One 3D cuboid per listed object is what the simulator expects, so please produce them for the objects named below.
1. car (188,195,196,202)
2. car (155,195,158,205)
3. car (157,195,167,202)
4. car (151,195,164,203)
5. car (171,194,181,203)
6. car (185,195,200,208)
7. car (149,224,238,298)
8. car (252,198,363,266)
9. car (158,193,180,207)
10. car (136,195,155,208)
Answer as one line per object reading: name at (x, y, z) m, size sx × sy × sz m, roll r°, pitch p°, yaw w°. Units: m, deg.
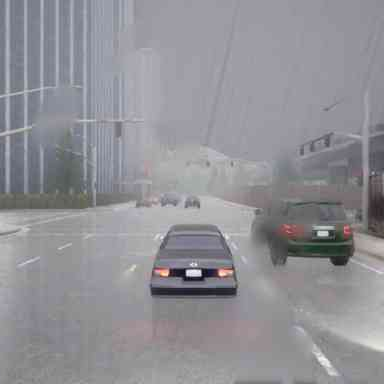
car at (0.024, 1.483, 78.101) m, size 1.837 × 1.490 × 4.892 m, roll 0°, pitch 0°, yaw 0°
car at (-7.061, 1.339, 58.115) m, size 2.097 × 1.767 × 4.553 m, roll 0°, pitch 0°, yaw 0°
car at (-6.976, 1.499, 78.290) m, size 1.812 × 1.442 × 4.674 m, roll 0°, pitch 0°, yaw 0°
car at (-6.992, 1.477, 68.052) m, size 2.128 × 1.511 × 4.902 m, roll 0°, pitch 0°, yaw 0°
car at (-3.478, 1.339, 72.579) m, size 2.097 × 1.767 × 4.553 m, roll 0°, pitch 0°, yaw 0°
car at (0.086, 1.341, 48.385) m, size 2.097 × 1.767 × 4.553 m, roll 0°, pitch 0°, yaw 1°
car at (0.057, 1.546, 8.664) m, size 2.033 × 1.411 × 5.357 m, roll 0°, pitch 0°, yaw 1°
car at (3.575, 1.219, 11.697) m, size 2.150 × 2.045 × 5.566 m, roll 0°, pitch 0°, yaw 1°
car at (-3.572, 1.210, 52.851) m, size 2.150 × 2.045 × 5.566 m, roll 0°, pitch 0°, yaw 0°
car at (-7.077, 1.494, 48.923) m, size 1.837 × 1.490 × 4.892 m, roll 0°, pitch 0°, yaw 0°
